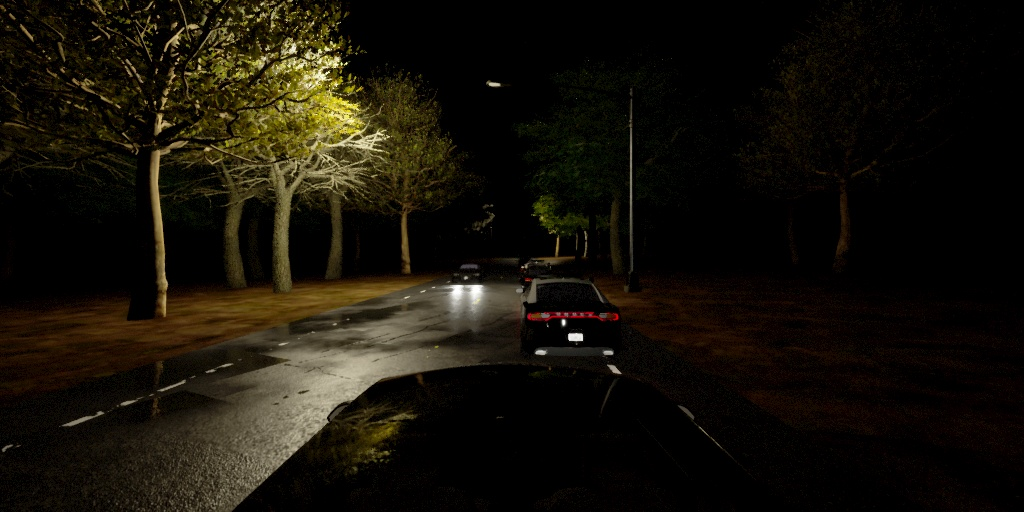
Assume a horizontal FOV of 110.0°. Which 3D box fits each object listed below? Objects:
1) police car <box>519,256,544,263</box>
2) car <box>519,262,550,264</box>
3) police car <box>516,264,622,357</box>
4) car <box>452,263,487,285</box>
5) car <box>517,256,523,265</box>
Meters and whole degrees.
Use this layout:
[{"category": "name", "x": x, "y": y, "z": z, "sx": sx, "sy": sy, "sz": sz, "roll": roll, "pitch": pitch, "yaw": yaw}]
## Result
[{"category": "police car", "x": 1.666, "y": 1.059, "z": 24.574, "sx": 1.930, "sy": 1.638, "sz": 5.238, "roll": 0, "pitch": 1, "yaw": 3}, {"category": "car", "x": 1.405, "y": 1.216, "z": 18.488, "sx": 1.812, "sy": 1.442, "sz": 4.674, "roll": 0, "pitch": 0, "yaw": 2}, {"category": "police car", "x": 1.126, "y": 1.166, "z": 8.660, "sx": 1.930, "sy": 1.638, "sz": 5.238, "roll": 0, "pitch": 0, "yaw": 1}, {"category": "car", "x": -2.870, "y": 1.199, "z": 24.892, "sx": 1.994, "sy": 1.385, "sz": 4.181, "roll": 0, "pitch": 1, "yaw": 2}, {"category": "car", "x": 1.819, "y": 0.838, "z": 50.133, "sx": 1.837, "sy": 1.490, "sz": 4.892, "roll": 0, "pitch": 1, "yaw": 2}]
